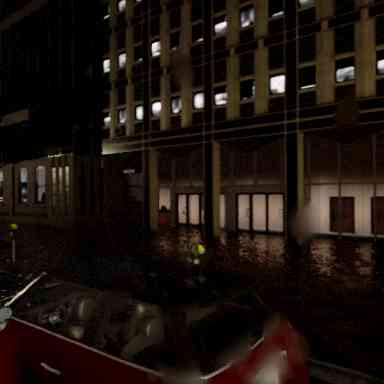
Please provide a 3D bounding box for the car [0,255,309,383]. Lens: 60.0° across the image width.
[{"bbox_3d":[-0.992,1.434,3.595,4.097,1.590,1.967,0,-1,36],"label":"car"}]
